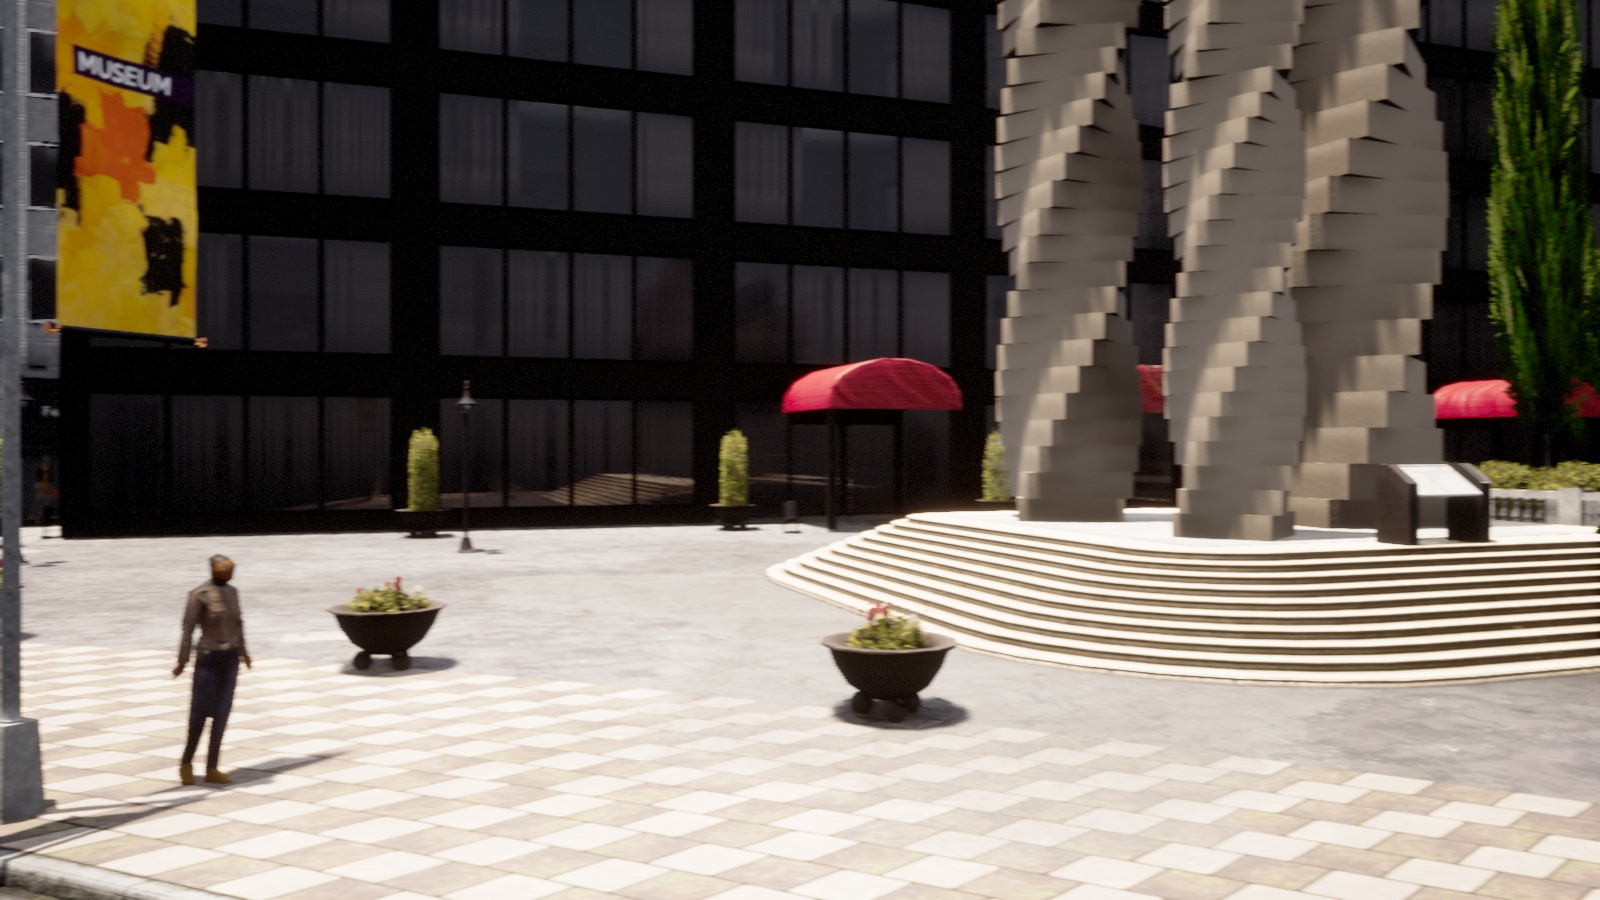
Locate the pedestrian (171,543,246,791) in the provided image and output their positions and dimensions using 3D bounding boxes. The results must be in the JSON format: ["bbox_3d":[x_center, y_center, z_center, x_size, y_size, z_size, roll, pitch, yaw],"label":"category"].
[{"bbox_3d":[-4.669,1.689,9.025,0.375,1.860,0.375,0,0,28],"label":"pedestrian"}]
